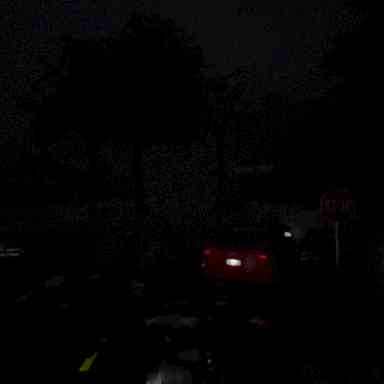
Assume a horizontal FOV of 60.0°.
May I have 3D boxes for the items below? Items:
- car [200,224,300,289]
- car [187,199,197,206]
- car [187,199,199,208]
[{"bbox_3d":[1.792,1.596,9.489,1.994,1.385,4.181,0,0,24],"label":"car"},{"bbox_3d":[-0.006,2.112,67.998,1.837,1.490,4.892,0,-1,0],"label":"car"},{"bbox_3d":[0.092,1.995,55.639,1.994,1.385,4.181,0,-1,0],"label":"car"}]
